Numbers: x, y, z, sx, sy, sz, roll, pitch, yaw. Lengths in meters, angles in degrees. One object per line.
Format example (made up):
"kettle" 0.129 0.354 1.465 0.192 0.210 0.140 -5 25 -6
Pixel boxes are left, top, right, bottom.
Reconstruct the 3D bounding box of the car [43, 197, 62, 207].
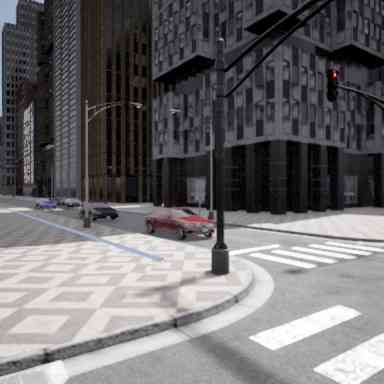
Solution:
"car" -21.926 1.500 52.171 1.994 1.385 4.181 0 0 -36

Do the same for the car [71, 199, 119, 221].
"car" -7.774 1.514 27.030 2.033 1.411 5.357 0 0 -36

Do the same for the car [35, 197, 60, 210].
"car" -18.682 1.475 42.409 1.812 1.442 4.674 0 0 -35

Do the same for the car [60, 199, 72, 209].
"car" -16.143 1.543 44.169 1.895 1.301 4.718 0 0 -35

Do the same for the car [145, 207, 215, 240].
"car" -0.793 1.505 17.259 1.812 1.442 4.674 0 0 -37
